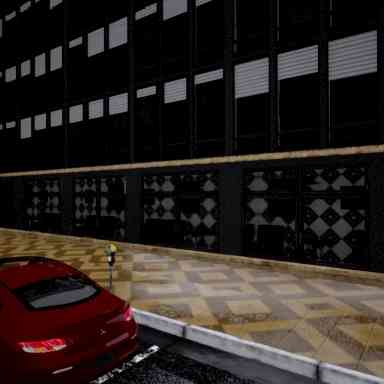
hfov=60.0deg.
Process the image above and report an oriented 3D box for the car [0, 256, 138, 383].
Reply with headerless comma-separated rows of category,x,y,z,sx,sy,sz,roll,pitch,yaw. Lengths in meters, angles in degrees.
car,-2.593,1.582,4.675,4.206,1.307,1.802,0,0,35
